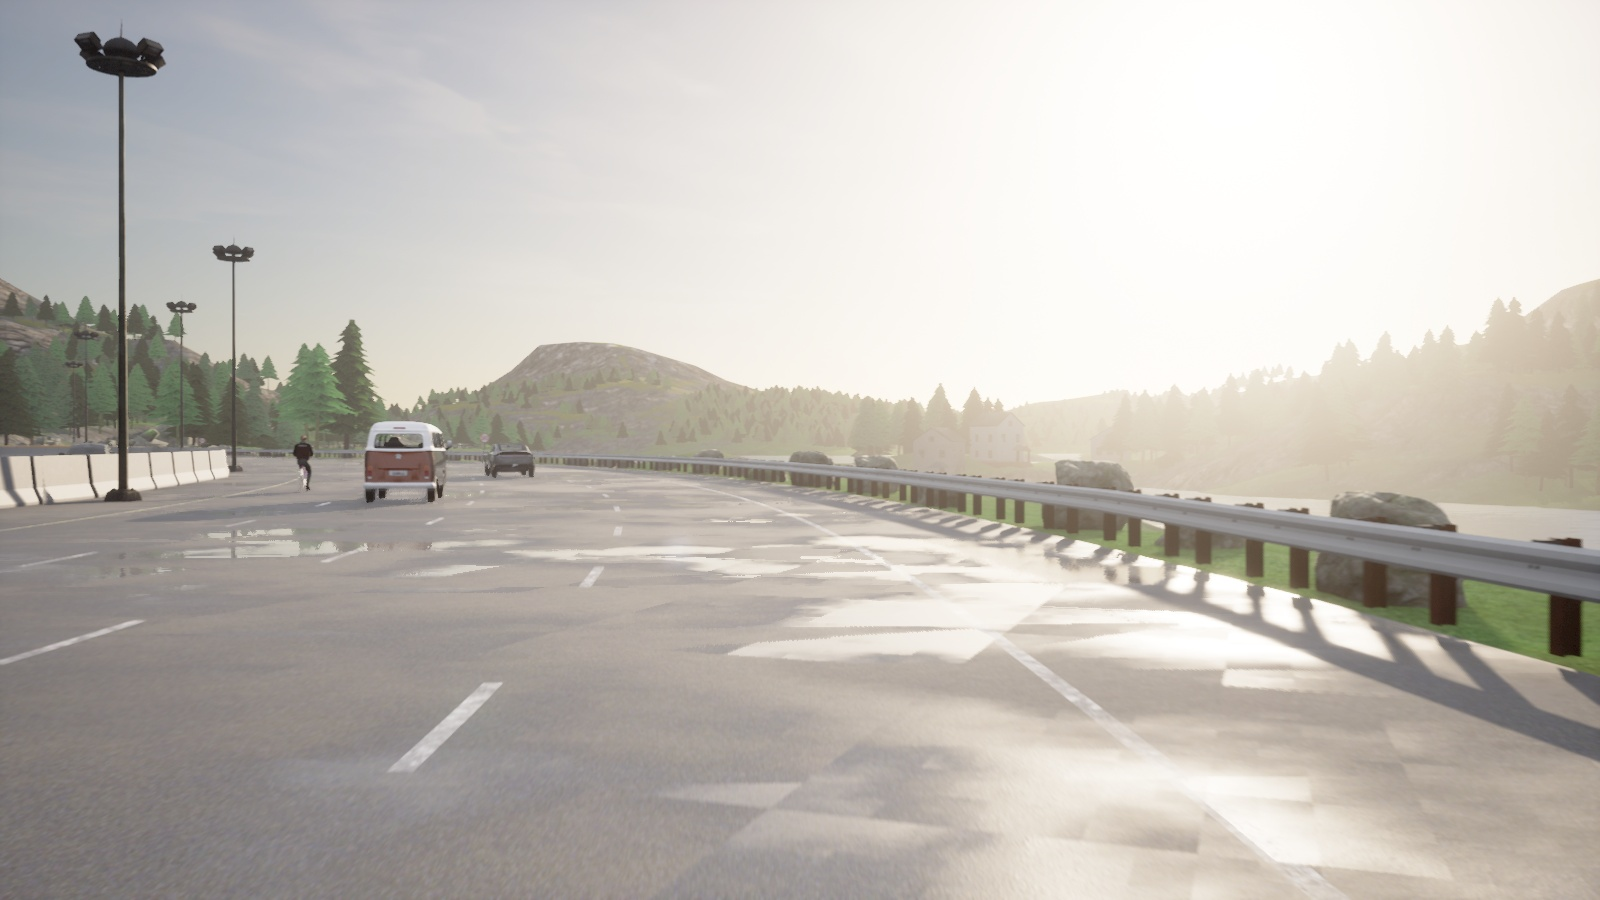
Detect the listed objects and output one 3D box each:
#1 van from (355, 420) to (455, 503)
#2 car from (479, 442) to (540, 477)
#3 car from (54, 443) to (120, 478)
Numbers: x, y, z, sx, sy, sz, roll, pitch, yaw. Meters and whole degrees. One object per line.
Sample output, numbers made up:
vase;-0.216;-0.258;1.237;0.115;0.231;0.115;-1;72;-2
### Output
van;-10.371;0.278;33.242;2.069;2.038;4.480;0;0;-12
car;-12.984;0.381;55.969;2.128;1.511;4.902;0;0;-19
car;-31.435;0.425;55.460;1.837;1.490;4.892;0;0;-21
